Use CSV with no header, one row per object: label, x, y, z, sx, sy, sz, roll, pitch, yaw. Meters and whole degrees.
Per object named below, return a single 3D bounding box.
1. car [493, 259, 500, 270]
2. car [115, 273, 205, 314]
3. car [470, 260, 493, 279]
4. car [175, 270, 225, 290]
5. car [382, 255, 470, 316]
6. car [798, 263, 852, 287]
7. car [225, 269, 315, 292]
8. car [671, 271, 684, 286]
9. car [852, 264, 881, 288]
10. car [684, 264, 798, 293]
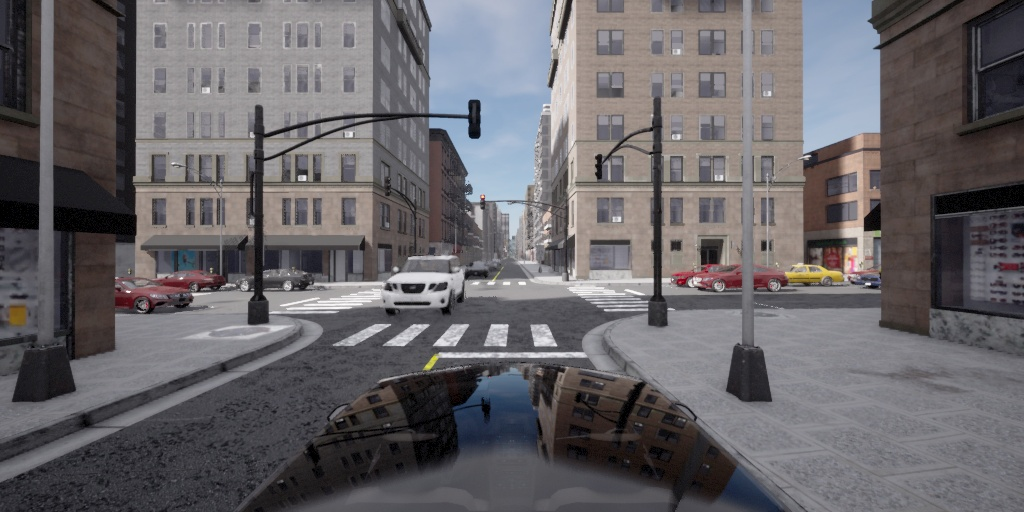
car,-3.126,1.313,51.169,1.895,1.301,4.718,0,0,0
car,-14.660,1.451,13.674,4.207,1.307,1.802,0,0,0
car,-3.121,1.217,33.222,1.882,1.535,5.008,0,0,0
car,-20.159,1.545,22.236,4.207,1.307,1.802,0,0,0
car,-3.106,0.970,13.791,2.150,2.045,5.566,0,0,-1
car,17.454,1.117,21.993,4.829,1.417,1.751,0,0,0
car,-14.631,1.458,22.200,4.403,1.370,2.007,0,0,0
car,12.132,1.190,22.027,4.507,1.381,1.888,0,0,0
car,21.774,1.087,19.208,5.357,1.411,2.033,-1,0,1
car,12.188,1.157,19.272,4.674,1.442,1.812,-1,0,1
